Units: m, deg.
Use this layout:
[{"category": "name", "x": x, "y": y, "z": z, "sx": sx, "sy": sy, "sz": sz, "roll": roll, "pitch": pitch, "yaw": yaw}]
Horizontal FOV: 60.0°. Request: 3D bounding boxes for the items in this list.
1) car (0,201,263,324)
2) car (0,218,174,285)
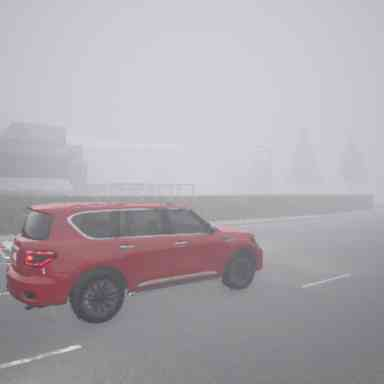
[{"category": "car", "x": -0.919, "y": 1.224, "z": 7.387, "sx": 5.566, "sy": 2.045, "sz": 2.150, "roll": 0, "pitch": 0, "yaw": -35}, {"category": "car", "x": -3.062, "y": 1.603, "z": 10.158, "sx": 4.718, "sy": 1.301, "sz": 1.895, "roll": 0, "pitch": 0, "yaw": -35}]
